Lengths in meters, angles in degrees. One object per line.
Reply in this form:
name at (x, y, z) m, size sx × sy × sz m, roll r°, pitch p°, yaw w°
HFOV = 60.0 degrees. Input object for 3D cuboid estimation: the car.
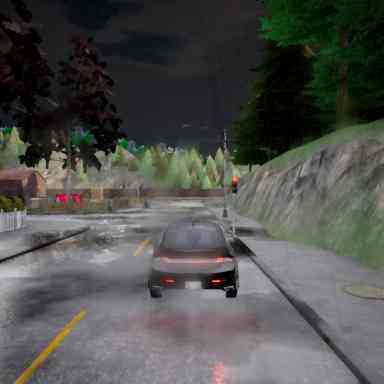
car at (0.048, 1.492, 8.504) m, size 2.128 × 1.511 × 4.902 m, roll 0°, pitch 0°, yaw 1°
